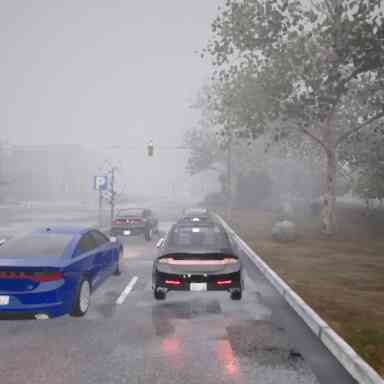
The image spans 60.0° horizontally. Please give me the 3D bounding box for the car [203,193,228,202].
[{"bbox_3d":[4.775,1.114,67.270,4.553,1.767,2.185,1,0,-14],"label":"car"}]

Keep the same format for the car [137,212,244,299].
[{"bbox_3d":[0.125,1.499,8.431,2.128,1.511,4.902,0,0,0],"label":"car"}]

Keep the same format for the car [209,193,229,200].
[{"bbox_3d":[6.590,1.096,81.967,4.553,1.767,2.185,1,0,-12],"label":"car"}]

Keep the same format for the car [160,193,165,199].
[{"bbox_3d":[-10.859,1.029,88.672,5.566,2.045,2.435,-1,0,-12],"label":"car"}]

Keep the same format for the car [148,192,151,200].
[{"bbox_3d":[-12.516,1.328,76.684,4.674,1.452,2.002,-1,0,-13],"label":"car"}]

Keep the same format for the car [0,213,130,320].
[{"bbox_3d":[-2.879,1.484,7.501,1.882,1.535,5.008,0,0,0],"label":"car"}]

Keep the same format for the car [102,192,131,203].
[{"bbox_3d":[-14.345,1.333,61.737,4.792,1.488,2.163,-1,0,-15],"label":"car"}]

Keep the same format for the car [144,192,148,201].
[{"bbox_3d":[-12.894,1.292,73.690,4.892,1.521,2.231,-1,0,-13],"label":"car"}]

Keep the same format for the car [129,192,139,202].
[{"bbox_3d":[-13.695,1.289,64.728,5.366,1.575,1.946,-1,0,-15],"label":"car"}]

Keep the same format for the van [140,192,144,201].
[{"bbox_3d":[-13.126,1.064,70.719,4.442,1.987,1.878,-1,0,-14],"label":"van"}]

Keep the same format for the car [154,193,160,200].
[{"bbox_3d":[-11.315,1.323,85.666,4.674,1.452,2.002,-1,0,-12],"label":"car"}]

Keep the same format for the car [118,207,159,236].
[{"bbox_3d":[-2.810,1.523,16.931,1.837,1.490,4.892,0,0,1],"label":"car"}]

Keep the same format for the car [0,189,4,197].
[{"bbox_3d":[-31.080,0.116,52.632,2.002,1.452,4.674,6,-3,-19],"label":"car"}]

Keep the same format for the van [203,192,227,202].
[{"bbox_3d":[4.387,1.016,64.301,4.442,1.987,1.878,1,0,-14],"label":"van"}]

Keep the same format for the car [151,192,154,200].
[{"bbox_3d":[-12.139,1.327,79.686,4.674,1.452,2.002,-1,0,-13],"label":"car"}]

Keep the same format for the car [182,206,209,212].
[{"bbox_3d":[0.201,1.523,17.843,1.837,1.490,4.892,0,0,0],"label":"car"}]
